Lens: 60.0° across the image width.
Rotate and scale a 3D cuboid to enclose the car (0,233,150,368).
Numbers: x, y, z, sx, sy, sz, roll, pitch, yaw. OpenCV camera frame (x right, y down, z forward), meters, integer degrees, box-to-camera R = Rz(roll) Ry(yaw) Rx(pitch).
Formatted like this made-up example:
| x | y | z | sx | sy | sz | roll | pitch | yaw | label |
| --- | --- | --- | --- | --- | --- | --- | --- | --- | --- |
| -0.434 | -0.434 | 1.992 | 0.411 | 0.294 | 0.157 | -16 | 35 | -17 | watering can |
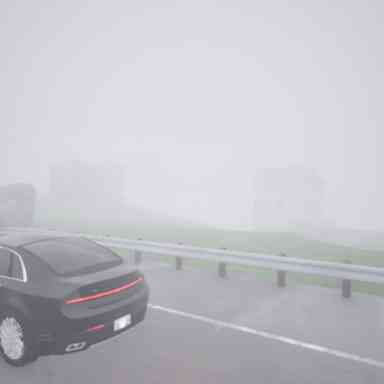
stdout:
| x | y | z | sx | sy | sz | roll | pitch | yaw | label |
| --- | --- | --- | --- | --- | --- | --- | --- | --- | --- |
| -2.965 | 1.473 | 5.718 | 4.892 | 1.490 | 1.837 | 0 | 0 | 32 | car |
